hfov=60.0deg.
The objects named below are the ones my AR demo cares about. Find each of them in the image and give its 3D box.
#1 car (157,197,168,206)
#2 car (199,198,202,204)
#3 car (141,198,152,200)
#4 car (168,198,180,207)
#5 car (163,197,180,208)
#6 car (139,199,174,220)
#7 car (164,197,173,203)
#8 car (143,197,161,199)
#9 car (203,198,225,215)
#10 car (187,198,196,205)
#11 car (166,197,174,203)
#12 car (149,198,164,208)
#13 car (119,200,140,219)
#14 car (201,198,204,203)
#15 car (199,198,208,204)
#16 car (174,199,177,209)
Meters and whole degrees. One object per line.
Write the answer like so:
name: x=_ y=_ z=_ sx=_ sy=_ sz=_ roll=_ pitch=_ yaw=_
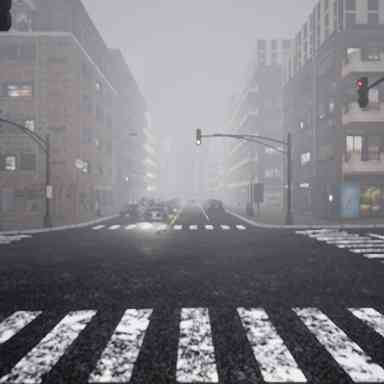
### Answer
car: x=-5.794 y=1.844 z=65.942 sx=1.967 sy=1.590 sz=4.097 roll=0 pitch=0 yaw=0
car: x=2.605 y=1.913 z=54.591 sx=1.802 sy=1.307 sz=4.206 roll=0 pitch=0 yaw=0
car: x=-5.749 y=1.749 z=37.360 sx=1.752 sy=1.417 sz=4.829 roll=0 pitch=0 yaw=0
car: x=-3.139 y=1.840 z=59.568 sx=1.882 sy=1.535 sz=5.008 roll=0 pitch=0 yaw=0
car: x=-3.166 y=1.863 z=49.558 sx=1.994 sy=1.385 sz=4.181 roll=0 pitch=0 yaw=0
car: x=-3.139 y=1.672 z=30.282 sx=2.128 sy=1.511 sz=4.902 roll=0 pitch=0 yaw=1
car: x=-5.821 y=2.066 z=82.987 sx=2.008 sy=1.369 sz=4.403 roll=0 pitch=0 yaw=0
car: x=-5.758 y=1.574 z=43.213 sx=2.192 sy=1.841 sz=5.009 roll=0 pitch=0 yaw=0
car: x=2.631 y=1.665 z=37.545 sx=1.967 sy=1.590 sz=4.097 roll=0 pitch=0 yaw=0
car: x=-0.066 y=1.943 z=70.269 sx=2.128 sy=1.511 sz=4.902 roll=0 pitch=0 yaw=0
car: x=-5.830 y=2.104 z=88.670 sx=2.008 sy=1.369 sz=4.403 roll=0 pitch=0 yaw=0
car: x=-5.776 y=1.771 z=54.577 sx=1.967 sy=1.590 sz=4.097 roll=0 pitch=0 yaw=0
car: x=-5.740 y=1.756 z=31.847 sx=1.947 sy=1.339 sz=4.313 roll=0 pitch=0 yaw=0
car: x=2.622 y=1.700 z=43.227 sx=1.967 sy=1.590 sz=4.097 roll=0 pitch=0 yaw=0
car: x=2.569 y=2.029 z=77.320 sx=2.008 sy=1.369 sz=4.403 roll=0 pitch=0 yaw=0
car: x=-3.161 y=1.838 z=39.580 sx=1.895 sy=1.301 sz=4.718 roll=0 pitch=0 yaw=0
